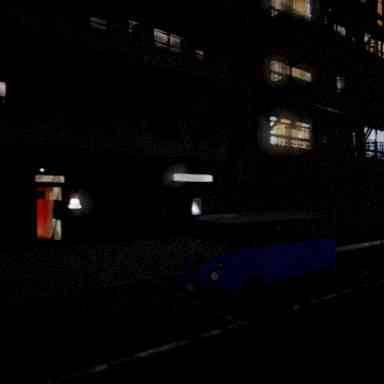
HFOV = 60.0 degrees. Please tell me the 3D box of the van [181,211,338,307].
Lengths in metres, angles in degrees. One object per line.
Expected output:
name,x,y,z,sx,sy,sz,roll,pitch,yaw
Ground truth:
van,1.682,1.363,7.752,3.998,1.788,1.690,0,0,-35
